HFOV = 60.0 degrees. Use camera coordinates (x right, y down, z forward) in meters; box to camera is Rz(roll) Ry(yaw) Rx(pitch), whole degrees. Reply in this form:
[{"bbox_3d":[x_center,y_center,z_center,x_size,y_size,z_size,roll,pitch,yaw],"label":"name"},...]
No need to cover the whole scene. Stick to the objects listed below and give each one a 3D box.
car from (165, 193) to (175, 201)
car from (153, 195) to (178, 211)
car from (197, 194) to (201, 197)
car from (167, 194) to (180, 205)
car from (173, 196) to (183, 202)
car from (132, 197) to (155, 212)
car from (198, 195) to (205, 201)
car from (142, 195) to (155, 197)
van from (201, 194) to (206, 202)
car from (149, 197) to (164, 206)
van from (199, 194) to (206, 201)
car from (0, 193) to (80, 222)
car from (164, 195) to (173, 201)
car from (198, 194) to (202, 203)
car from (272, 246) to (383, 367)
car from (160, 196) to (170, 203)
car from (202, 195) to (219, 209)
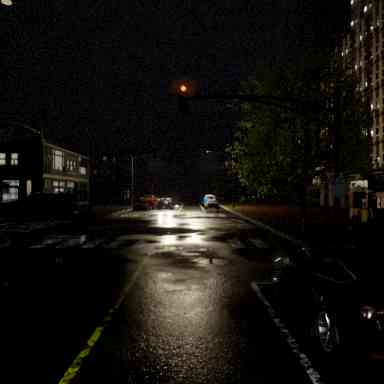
[{"bbox_3d":[-5.799,1.324,88.221,2.192,1.841,5.009,0,0,0],"label":"car"},{"bbox_3d":[-3.146,1.493,40.159,2.128,1.511,4.902,0,0,0],"label":"car"},{"bbox_3d":[2.602,1.572,71.581,1.947,1.339,4.313,0,0,0],"label":"car"},{"bbox_3d":[-3.155,1.568,57.950,1.994,1.385,4.181,0,0,0],"label":"car"},{"bbox_3d":[-3.094,1.543,73.655,1.994,1.385,4.181,0,0,0],"label":"car"},{"bbox_3d":[-5.735,1.585,38.262,1.802,1.307,4.206,0,0,0],"label":"car"},{"bbox_3d":[2.581,1.534,88.404,1.752,1.417,4.829,0,0,0],"label":"car"},{"bbox_3d":[-5.741,1.318,43.813,2.192,1.841,5.009,0,0,0],"label":"car"},{"bbox_3d":[2.632,1.345,49.378,1.690,1.788,3.998,0,0,0],"label":"van"},{"bbox_3d":[-5.757,1.555,54.915,2.008,1.369,4.403,0,0,0],"label":"car"},{"bbox_3d":[2.590,1.349,82.683,1.690,1.788,3.998,0,0,0],"label":"van"},{"bbox_3d":[-11.228,1.123,24.584,5.566,2.045,2.150,1,1,-10],"label":"car"},{"bbox_3d":[-5.793,1.559,82.670,2.008,1.369,4.403,0,0,0],"label":"car"},{"bbox_3d":[2.616,1.556,60.479,2.008,1.369,4.403,0,0,0],"label":"car"},{"bbox_3d":[2.687,1.566,5.797,1.947,1.339,4.313,0,0,0],"label":"car"},{"bbox_3d":[-5.778,1.532,71.398,1.752,1.417,4.829,0,0,0],"label":"car"},{"bbox_3d":[2.637,1.528,43.996,1.752,1.417,4.829,0,0,0],"label":"car"}]
